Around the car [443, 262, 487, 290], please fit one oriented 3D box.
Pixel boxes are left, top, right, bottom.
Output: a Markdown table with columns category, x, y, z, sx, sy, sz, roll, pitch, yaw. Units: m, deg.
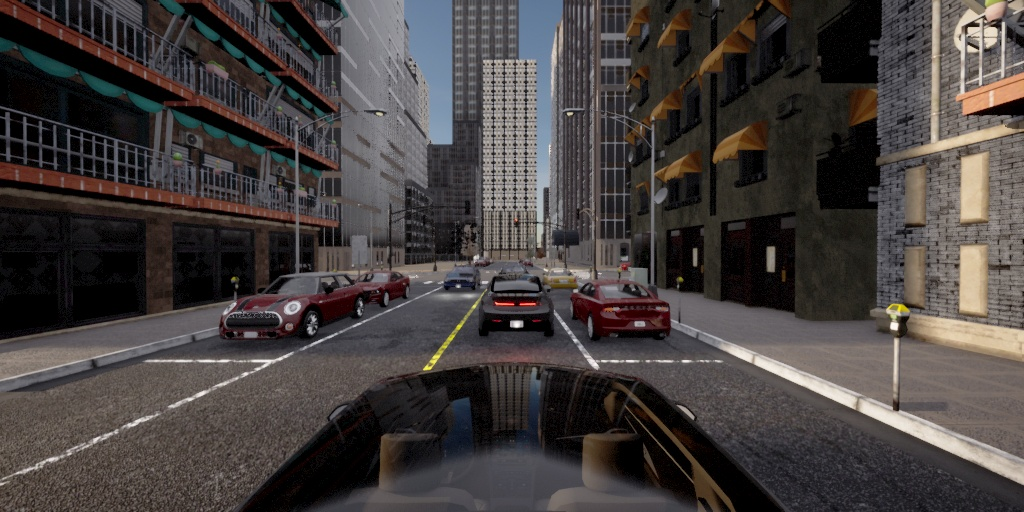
| category | x | y | z | sx | sy | sz | roll | pitch | yaw |
| --- | --- | --- | --- | --- | --- | --- | --- | --- | --- |
| car | -2.978 | 1.296 | 22.555 | 2.033 | 1.411 | 5.357 | 0 | 0 | 0 |

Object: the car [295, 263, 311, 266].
| category | x | y | z | sx | sy | sz | roll | pitch | yaw |
| --- | --- | --- | --- | --- | --- | --- | --- | --- | --- |
| car | -23.796 | 1.494 | 39.666 | 4.097 | 1.591 | 1.967 | 0 | 0 | 0 |

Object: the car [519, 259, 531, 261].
| category | x | y | z | sx | sy | sz | roll | pitch | yaw |
| --- | --- | --- | --- | --- | --- | --- | --- | --- | --- |
| car | 2.753 | 1.185 | 64.344 | 1.967 | 1.591 | 4.097 | 0 | 0 | 0 |

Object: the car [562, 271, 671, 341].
| category | x | y | z | sx | sy | sz | roll | pitch | yaw |
| --- | --- | --- | --- | --- | --- | --- | --- | --- | --- |
| car | 2.698 | 1.294 | 9.771 | 1.888 | 1.381 | 4.507 | 0 | 0 | 0 |

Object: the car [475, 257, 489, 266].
| category | x | y | z | sx | sy | sz | roll | pitch | yaw |
| --- | --- | --- | --- | --- | --- | --- | --- | --- | --- |
| car | -5.627 | 1.291 | 64.354 | 1.888 | 1.381 | 4.507 | 0 | 0 | 0 |

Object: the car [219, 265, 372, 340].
| category | x | y | z | sx | sy | sz | roll | pitch | yaw |
| --- | --- | --- | --- | --- | --- | --- | --- | --- | --- |
| car | -5.684 | 1.188 | 9.793 | 1.967 | 1.591 | 4.097 | 0 | 0 | 0 |

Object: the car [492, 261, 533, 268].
| category | x | y | z | sx | sy | sz | roll | pitch | yaw |
| --- | --- | --- | --- | --- | --- | --- | --- | --- | --- |
| car | 0.118 | 1.239 | 20.456 | 2.128 | 1.511 | 4.902 | 0 | 0 | 0 |

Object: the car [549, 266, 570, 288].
| category | x | y | z | sx | sy | sz | roll | pitch | yaw |
| --- | --- | --- | --- | --- | --- | --- | --- | --- | --- |
| car | 2.709 | 1.272 | 20.988 | 1.751 | 1.417 | 4.829 | 0 | 0 | 0 |

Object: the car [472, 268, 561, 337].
| category | x | y | z | sx | sy | sz | roll | pitch | yaw |
| --- | --- | --- | --- | --- | --- | --- | --- | --- | --- |
| car | 0.108 | 1.253 | 10.323 | 1.837 | 1.490 | 4.892 | 0 | 0 | 0 |

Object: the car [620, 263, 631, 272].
| category | x | y | z | sx | sy | sz | roll | pitch | yaw |
| --- | --- | --- | --- | --- | --- | --- | --- | --- | --- |
| car | 14.301 | 1.005 | 39.948 | 4.507 | 1.381 | 1.888 | 0 | 0 | 0 |

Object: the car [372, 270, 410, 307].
| category | x | y | z | sx | sy | sz | roll | pitch | yaw |
| --- | --- | --- | --- | --- | --- | --- | --- | --- | --- |
| car | -5.678 | 1.293 | 15.317 | 1.888 | 1.381 | 4.507 | 0 | 0 | 0 |
